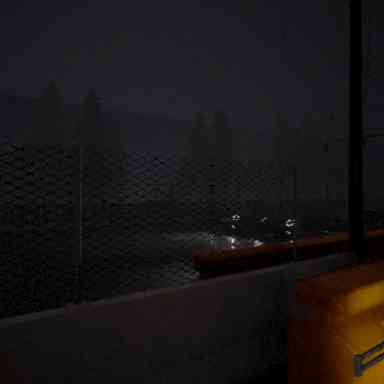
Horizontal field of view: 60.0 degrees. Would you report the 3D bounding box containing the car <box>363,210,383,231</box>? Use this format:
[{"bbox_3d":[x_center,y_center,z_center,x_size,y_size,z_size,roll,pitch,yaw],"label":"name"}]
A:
[{"bbox_3d":[7.220,1.497,13.404,4.902,1.511,2.128,0,0,-35],"label":"car"}]
